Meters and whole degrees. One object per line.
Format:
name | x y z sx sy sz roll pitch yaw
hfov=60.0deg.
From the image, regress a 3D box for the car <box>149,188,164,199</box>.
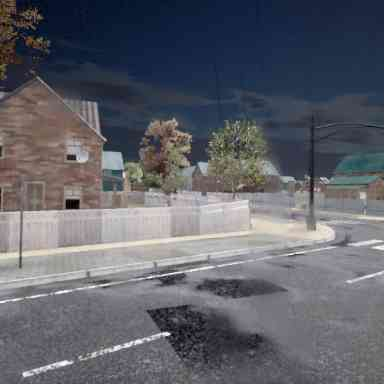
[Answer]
car | -6.609 0.335 61.622 2.150 2.045 5.566 1 1 -21
